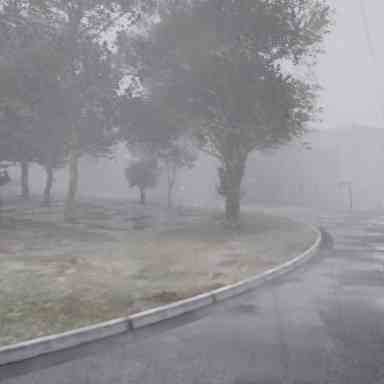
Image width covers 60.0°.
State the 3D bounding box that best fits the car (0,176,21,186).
[{"bbox_3d":[-37.396,-1.945,67.670,2.231,1.521,4.892,6,5,32],"label":"car"}]

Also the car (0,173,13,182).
[{"bbox_3d":[-44.916,-3.352,77.131,2.435,2.045,5.566,6,5,32],"label":"car"}]

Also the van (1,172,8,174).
[{"bbox_3d":[-42.965,-3.042,74.885,1.878,1.987,4.442,6,5,32],"label":"van"}]
